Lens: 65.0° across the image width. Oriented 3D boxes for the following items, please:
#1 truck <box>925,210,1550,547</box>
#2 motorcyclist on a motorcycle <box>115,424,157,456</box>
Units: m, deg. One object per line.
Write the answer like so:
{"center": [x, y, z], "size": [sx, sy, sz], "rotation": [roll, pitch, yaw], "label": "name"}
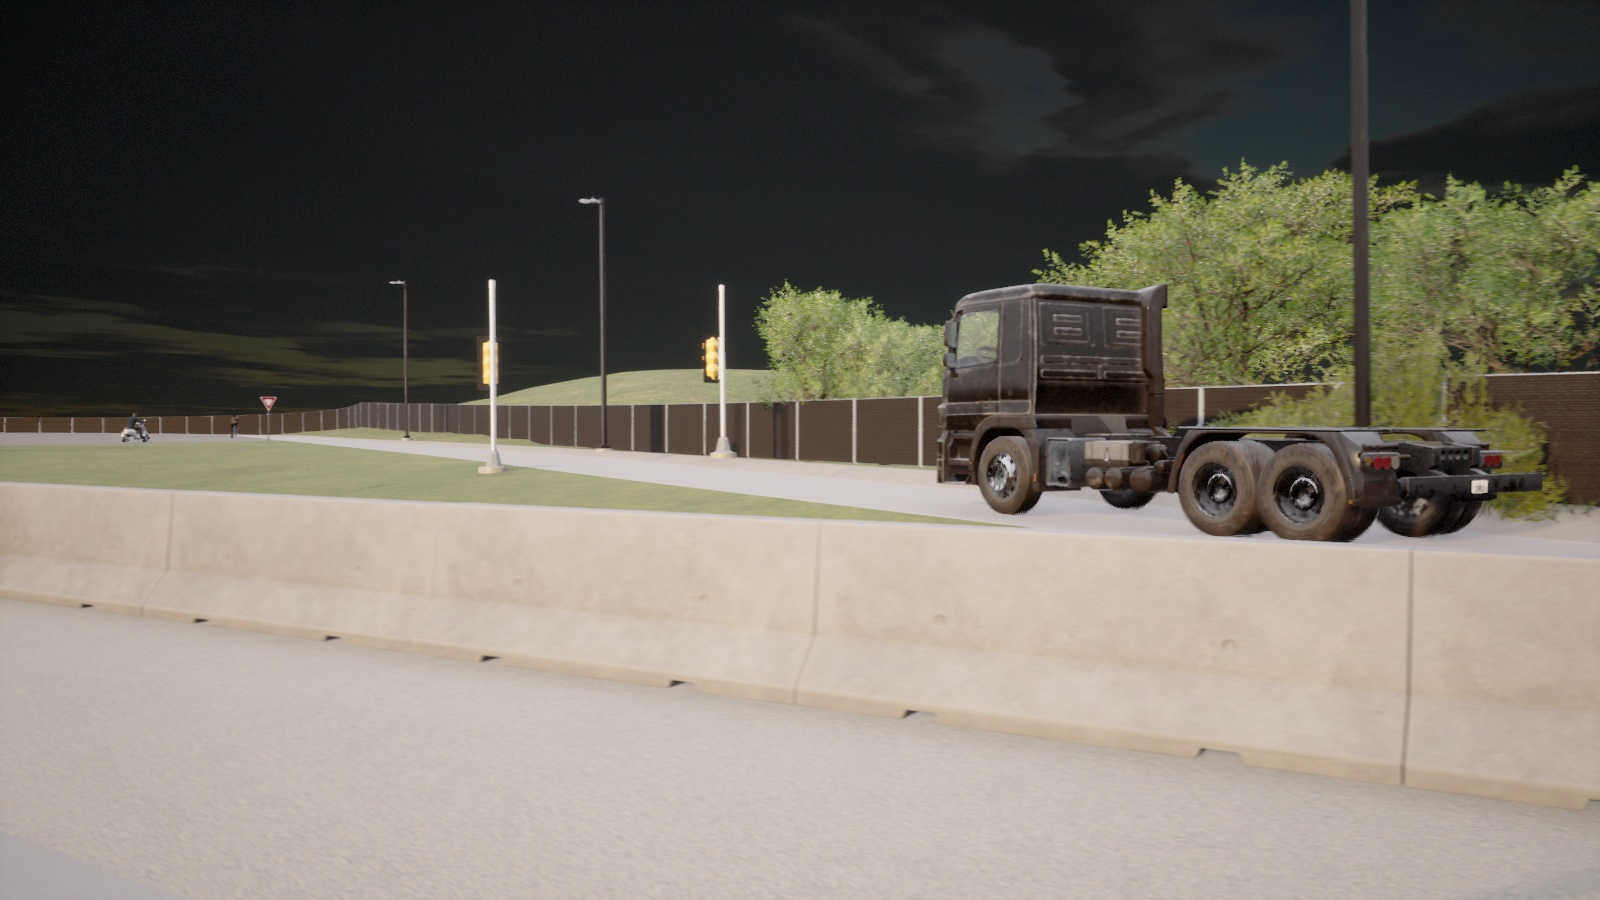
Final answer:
{"center": [5.297, -0.830, 17.053], "size": [2.891, 3.462, 7.936], "rotation": [-2, 2, -32], "label": "truck"}
{"center": [-34.674, -0.536, 65.602], "size": [0.866, 1.590, 1.817], "rotation": [-1, 1, 16], "label": "motorcyclist on a motorcycle"}
